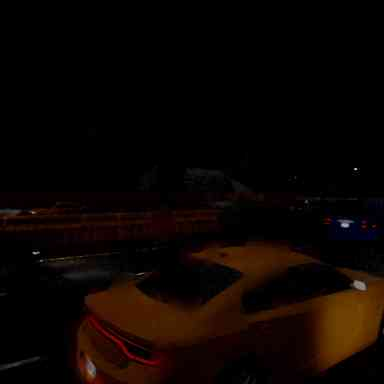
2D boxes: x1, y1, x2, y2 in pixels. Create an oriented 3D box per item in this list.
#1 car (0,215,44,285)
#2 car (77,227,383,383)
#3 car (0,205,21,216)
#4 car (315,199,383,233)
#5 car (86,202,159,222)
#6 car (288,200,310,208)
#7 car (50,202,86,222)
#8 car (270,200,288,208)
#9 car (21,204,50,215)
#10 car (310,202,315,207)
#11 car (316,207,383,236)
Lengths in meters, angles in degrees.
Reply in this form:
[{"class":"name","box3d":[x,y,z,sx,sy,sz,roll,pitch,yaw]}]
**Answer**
[{"class":"car","box3d":[-6.208,1.513,7.962,4.892,1.490,1.837,0,0,-36]},{"class":"car","box3d":[1.054,1.511,4.605,5.008,1.535,1.882,0,0,-36]},{"class":"car","box3d":[-14.283,1.673,28.324,4.718,1.301,1.895,1,0,-37]},{"class":"car","box3d":[7.861,1.358,14.331,5.566,2.045,2.150,0,0,-40]},{"class":"car","box3d":[-4.427,1.455,22.712,4.553,1.767,2.097,1,0,-39]},{"class":"car","box3d":[18.713,2.003,56.651,2.033,1.411,5.357,0,0,37]},{"class":"car","box3d":[-7.610,1.620,24.632,4.674,1.442,1.812,1,0,-38]},{"class":"car","box3d":[15.361,2.042,58.008,1.895,1.301,4.718,0,0,37]},{"class":"car","box3d":[-10.569,1.565,26.757,5.008,1.535,1.882,1,0,-38]},{"class":"car","box3d":[21.635,1.956,54.784,2.128,1.511,4.902,0,0,37]},{"class":"car","box3d":[10.072,1.736,20.908,5.357,1.411,2.033,1,0,-42]}]
